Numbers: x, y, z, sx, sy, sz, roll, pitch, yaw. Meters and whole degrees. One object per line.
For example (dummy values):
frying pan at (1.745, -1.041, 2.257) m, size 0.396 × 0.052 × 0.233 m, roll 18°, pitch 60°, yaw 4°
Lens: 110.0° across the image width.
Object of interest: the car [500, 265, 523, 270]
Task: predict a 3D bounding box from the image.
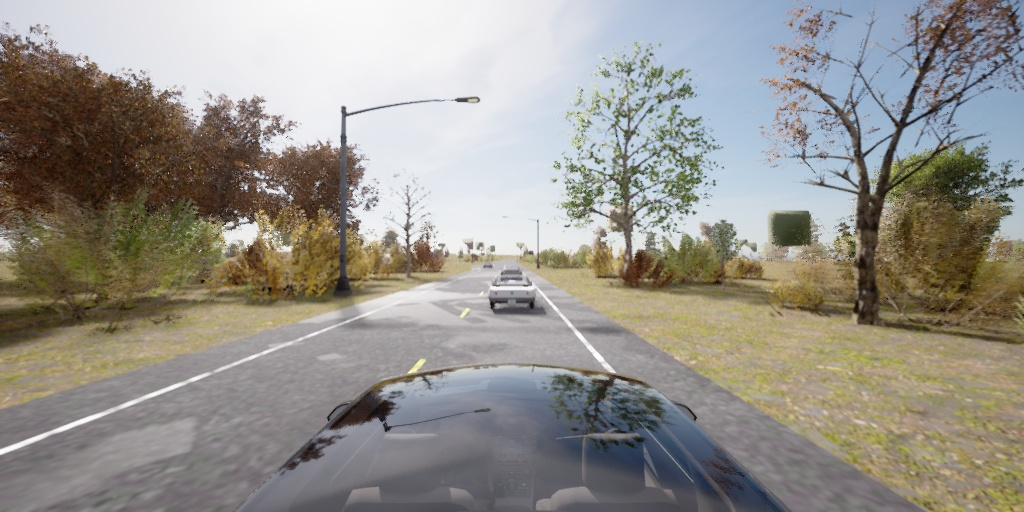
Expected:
car at (-0.043, 1.515, 31.149) m, size 2.128 × 1.511 × 4.902 m, roll 0°, pitch 0°, yaw 0°

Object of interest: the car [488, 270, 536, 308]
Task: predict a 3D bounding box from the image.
car at (0.001, 1.482, 15.957) m, size 1.895 × 1.301 × 4.718 m, roll 0°, pitch 0°, yaw 0°
